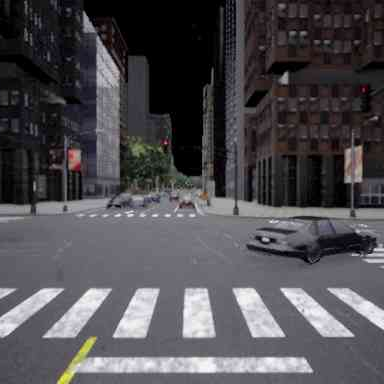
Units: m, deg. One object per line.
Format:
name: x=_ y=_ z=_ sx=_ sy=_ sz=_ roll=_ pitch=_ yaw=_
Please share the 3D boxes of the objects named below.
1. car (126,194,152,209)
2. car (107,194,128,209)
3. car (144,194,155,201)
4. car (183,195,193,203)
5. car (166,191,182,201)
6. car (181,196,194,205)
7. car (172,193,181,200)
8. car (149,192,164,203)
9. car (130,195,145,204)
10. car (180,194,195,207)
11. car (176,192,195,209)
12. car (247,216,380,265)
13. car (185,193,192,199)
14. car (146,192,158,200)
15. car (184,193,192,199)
car: x=-6.454 y=1.268 z=40.817 sx=1.812 sy=1.442 sz=4.674 roll=0 pitch=0 yaw=0
car: x=-9.130 y=1.309 z=40.682 sx=1.947 sy=1.339 sz=4.313 roll=0 pitch=0 yaw=0
car: x=-9.338 y=1.193 z=73.238 sx=1.802 sy=1.307 sz=4.206 roll=0 pitch=0 yaw=0
car: x=-0.743 y=1.198 z=62.433 sx=1.887 sy=1.381 sz=4.507 roll=0 pitch=0 yaw=0
car: x=-3.534 y=0.986 z=67.270 sx=2.097 sy=1.767 sz=4.553 roll=0 pitch=0 yaw=0
car: x=-0.674 y=1.279 z=51.583 sx=1.802 sy=1.307 sz=4.206 roll=0 pitch=0 yaw=0
car: x=-3.598 y=1.081 z=77.308 sx=1.812 sy=1.442 sz=4.674 roll=0 pitch=0 yaw=0
car: x=-6.522 y=1.219 z=57.770 sx=2.033 sy=1.411 sz=5.357 roll=0 pitch=0 yaw=0
car: x=-9.232 y=1.201 z=56.790 sx=1.752 sy=1.417 sz=4.829 roll=0 pitch=0 yaw=0
car: x=-0.640 y=1.160 z=46.158 sx=1.967 sy=1.590 sz=4.097 roll=0 pitch=0 yaw=0
car: x=-0.605 y=1.183 z=40.733 sx=1.967 sy=1.590 sz=4.097 roll=0 pitch=0 yaw=0
car: x=4.403 y=1.561 z=11.755 sx=5.357 sy=1.411 sz=2.033 roll=1 pitch=0 yaw=-34
car: x=-0.917 y=0.993 z=89.557 sx=1.967 sy=1.590 sz=4.097 roll=0 pitch=0 yaw=0
car: x=-9.373 y=0.906 z=78.662 sx=2.192 sy=1.841 sz=5.009 roll=0 pitch=0 yaw=0
car: x=-0.882 y=1.012 z=84.132 sx=1.967 sy=1.590 sz=4.097 roll=0 pitch=0 yaw=0
